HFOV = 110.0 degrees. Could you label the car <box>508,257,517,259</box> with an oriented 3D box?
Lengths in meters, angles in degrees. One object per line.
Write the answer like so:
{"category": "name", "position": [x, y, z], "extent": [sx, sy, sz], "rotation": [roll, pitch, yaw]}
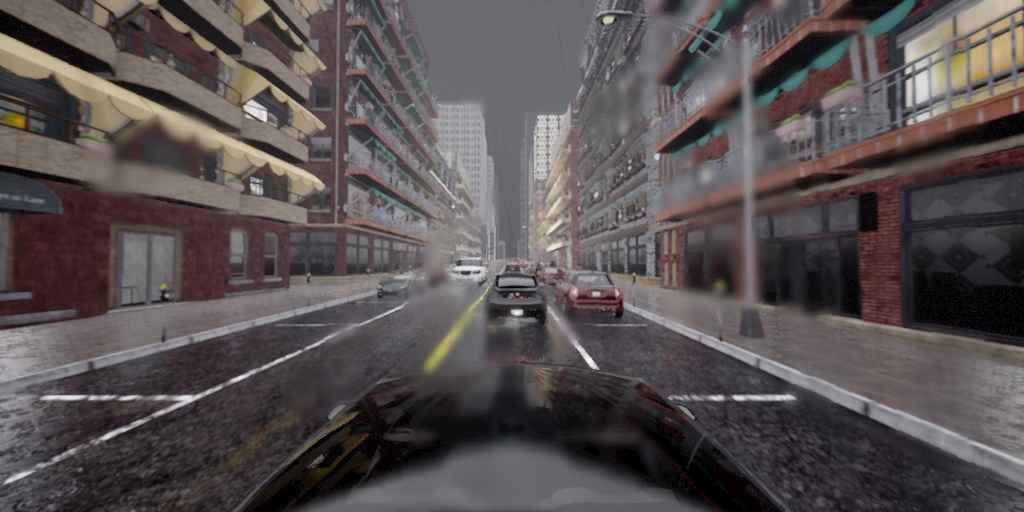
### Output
{"category": "car", "position": [0.111, 1.307, 65.505], "extent": [2.150, 2.045, 5.566], "rotation": [0, -1, -2]}

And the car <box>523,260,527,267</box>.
{"category": "car", "position": [2.687, 1.515, 41.121], "extent": [2.007, 1.370, 4.403], "rotation": [0, 0, 0]}

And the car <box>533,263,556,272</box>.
{"category": "car", "position": [2.690, 1.421, 24.500], "extent": [1.888, 1.381, 4.507], "rotation": [0, 0, 0]}

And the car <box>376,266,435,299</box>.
{"category": "car", "position": [-5.692, 1.396, 18.906], "extent": [2.007, 1.370, 4.403], "rotation": [0, 0, 0]}

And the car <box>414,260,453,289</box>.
{"category": "car", "position": [-5.692, 1.190, 24.446], "extent": [2.192, 1.841, 5.009], "rotation": [0, 0, 0]}

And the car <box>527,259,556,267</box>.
{"category": "car", "position": [2.689, 1.220, 30.040], "extent": [2.192, 1.841, 5.009], "rotation": [0, 0, 0]}

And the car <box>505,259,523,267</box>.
{"category": "car", "position": [0.096, 1.476, 47.441], "extent": [1.882, 1.535, 5.008], "rotation": [0, 0, 0]}

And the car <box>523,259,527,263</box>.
{"category": "car", "position": [2.687, 1.519, 46.831], "extent": [1.751, 1.417, 4.829], "rotation": [0, 0, 0]}

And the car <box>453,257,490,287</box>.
{"category": "car", "position": [-3.097, 1.109, 26.676], "extent": [2.150, 2.045, 5.566], "rotation": [0, 0, 0]}

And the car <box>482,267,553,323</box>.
{"category": "car", "position": [0.101, 1.315, 12.333], "extent": [1.837, 1.490, 4.892], "rotation": [0, 0, -1]}

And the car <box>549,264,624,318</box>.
{"category": "car", "position": [2.690, 1.255, 13.418], "extent": [1.967, 1.591, 4.097], "rotation": [0, 0, 0]}
